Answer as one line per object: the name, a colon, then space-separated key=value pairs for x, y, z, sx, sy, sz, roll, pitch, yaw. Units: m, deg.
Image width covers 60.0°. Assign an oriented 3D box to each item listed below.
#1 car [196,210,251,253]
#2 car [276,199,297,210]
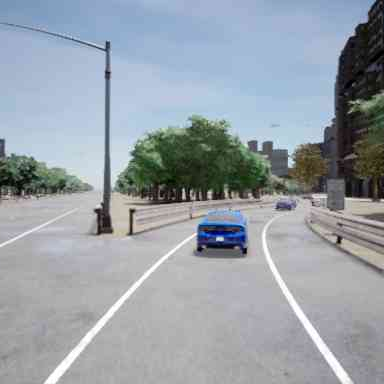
car: x=1.414 y=1.504 z=14.024 sx=1.882 sy=1.535 sz=5.008 roll=0 pitch=0 yaw=10
car: x=12.176 y=1.576 z=42.878 sx=1.812 sy=1.442 sz=4.674 roll=0 pitch=0 yaw=29
